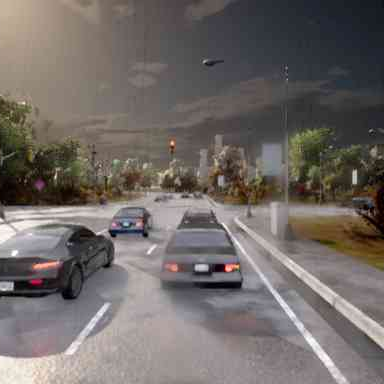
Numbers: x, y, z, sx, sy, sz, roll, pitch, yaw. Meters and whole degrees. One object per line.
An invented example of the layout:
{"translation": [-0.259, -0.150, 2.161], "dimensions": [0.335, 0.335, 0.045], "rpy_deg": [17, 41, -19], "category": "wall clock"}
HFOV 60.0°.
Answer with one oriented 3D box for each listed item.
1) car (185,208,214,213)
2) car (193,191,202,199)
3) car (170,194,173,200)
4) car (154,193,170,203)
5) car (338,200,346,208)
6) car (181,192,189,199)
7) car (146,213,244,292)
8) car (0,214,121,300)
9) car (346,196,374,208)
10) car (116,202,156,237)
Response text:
{"translation": [0.415, 1.542, 18.599], "dimensions": [1.895, 1.301, 4.718], "rpy_deg": [0, 0, 2], "category": "car"}
{"translation": [1.678, 0.925, 85.904], "dimensions": [1.812, 1.442, 4.674], "rpy_deg": [0, 1, 1], "category": "car"}
{"translation": [-5.475, 1.082, 77.769], "dimensions": [1.812, 1.442, 4.674], "rpy_deg": [0, 1, 1], "category": "car"}
{"translation": [-5.847, 1.275, 62.150], "dimensions": [2.033, 1.411, 5.357], "rpy_deg": [0, 0, 2], "category": "car"}
{"translation": [21.360, 1.301, 42.711], "dimensions": [5.008, 1.535, 1.882], "rpy_deg": [0, 0, -2], "category": "car"}
{"translation": [-1.827, 0.996, 85.656], "dimensions": [1.895, 1.301, 4.718], "rpy_deg": [0, 1, 1], "category": "car"}
{"translation": [0.228, 1.528, 9.049], "dimensions": [2.033, 1.411, 5.357], "rpy_deg": [0, 0, 1], "category": "car"}
{"translation": [-3.281, 1.509, 8.212], "dimensions": [1.812, 1.442, 4.674], "rpy_deg": [0, 0, 1], "category": "car"}
{"translation": [21.636, 1.388, 39.221], "dimensions": [5.357, 1.411, 2.033], "rpy_deg": [0, 0, -2], "category": "car"}
{"translation": [-3.090, 1.494, 17.536], "dimensions": [2.033, 1.411, 5.357], "rpy_deg": [0, 0, -2], "category": "car"}
